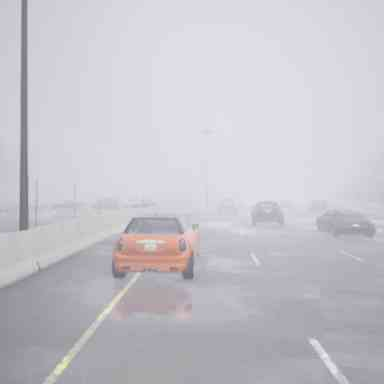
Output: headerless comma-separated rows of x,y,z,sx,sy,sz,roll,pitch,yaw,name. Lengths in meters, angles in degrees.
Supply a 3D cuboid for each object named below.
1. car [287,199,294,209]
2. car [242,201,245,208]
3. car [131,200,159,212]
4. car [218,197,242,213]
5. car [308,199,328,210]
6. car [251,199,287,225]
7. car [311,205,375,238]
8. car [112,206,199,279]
13.583,1.701,47.694,2.033,1.411,5.357,0,0,16,car
6.431,1.678,47.893,1.812,1.442,4.674,0,0,16,car
-5.879,1.730,42.044,1.895,1.301,4.718,0,0,12,car
4.236,1.474,38.276,2.097,1.767,4.553,0,0,12,car
15.713,1.625,41.430,2.128,1.511,4.902,0,0,14,car
5.492,1.431,24.729,2.097,1.767,4.553,0,0,9,car
8.271,1.624,18.335,1.994,1.385,4.181,0,0,6,car
-0.895,1.384,10.343,2.097,1.767,4.553,0,0,3,car
